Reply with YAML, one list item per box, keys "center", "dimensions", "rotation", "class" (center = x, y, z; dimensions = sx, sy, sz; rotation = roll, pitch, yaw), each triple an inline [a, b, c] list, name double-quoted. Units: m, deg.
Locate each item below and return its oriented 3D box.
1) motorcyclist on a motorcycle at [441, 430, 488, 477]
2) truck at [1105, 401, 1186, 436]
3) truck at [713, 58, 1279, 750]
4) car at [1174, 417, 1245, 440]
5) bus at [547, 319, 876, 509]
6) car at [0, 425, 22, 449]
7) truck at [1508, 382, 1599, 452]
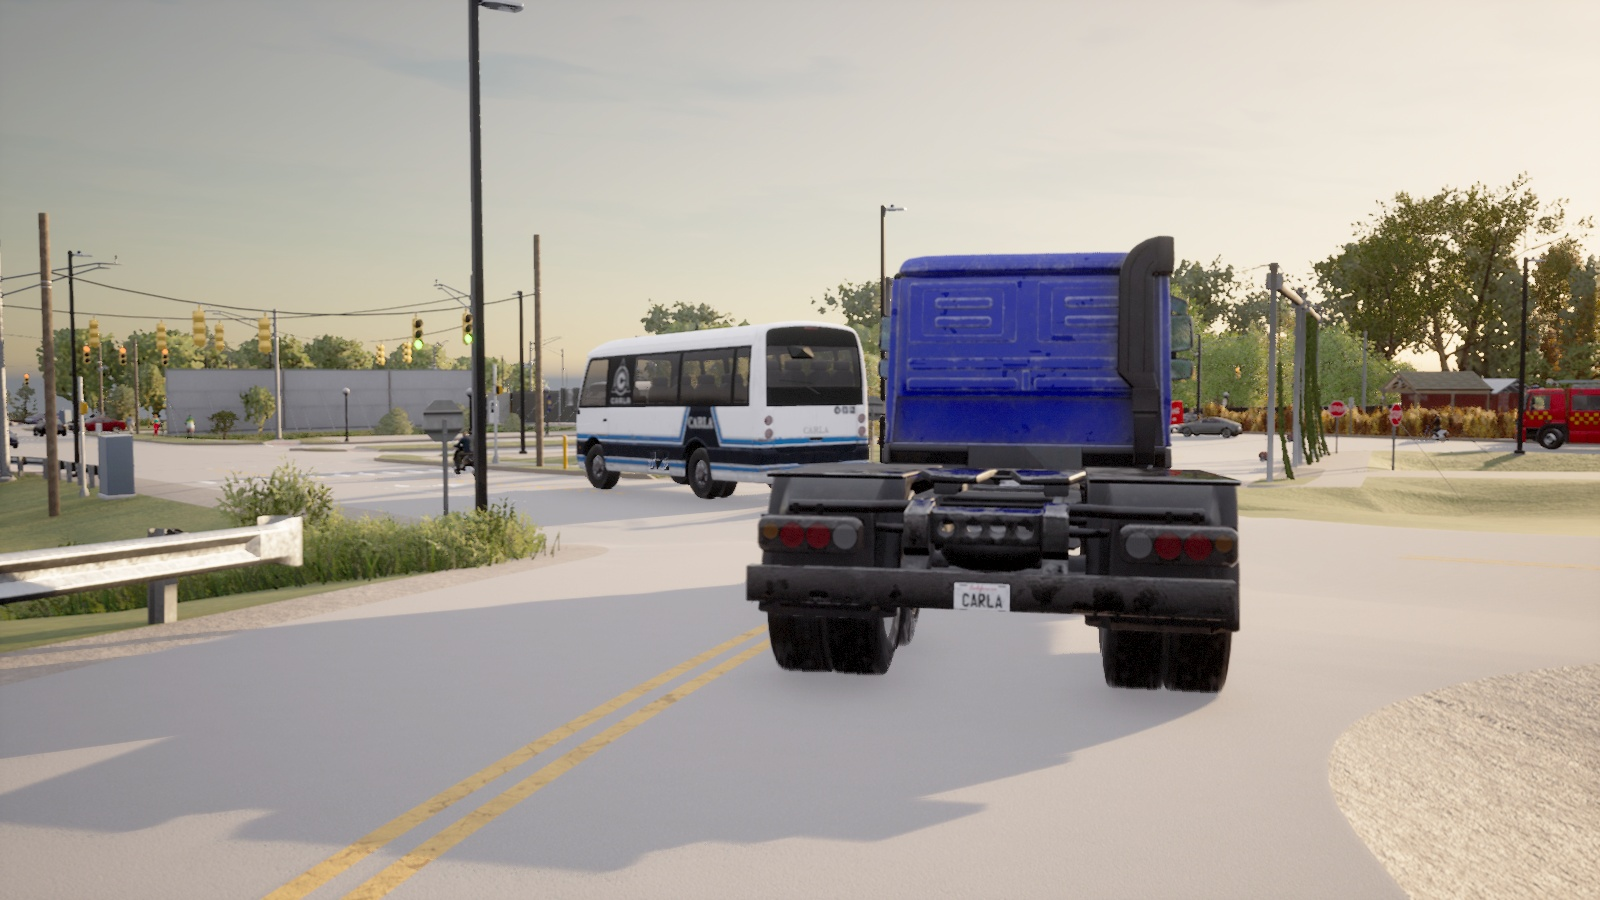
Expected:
- center: [-11.909, 0.105, 44.512]
  dimensions: [0.866, 1.590, 1.817]
  rotation: [-3, 3, -41]
  class: "motorcyclist on a motorcycle"
- center: [25.792, -2.330, 93.849]
  dimensions: [2.627, 2.467, 5.204]
  rotation: [-3, 2, -40]
  class: "truck"
- center: [1.805, -0.284, 10.474]
  dimensions: [2.891, 3.462, 7.936]
  rotation: [1, 1, 12]
  class: "truck"
- center: [28.088, -1.489, 86.116]
  dimensions: [4.181, 1.385, 1.994]
  rotation: [2, 4, 36]
  class: "car"
- center: [-2.753, -1.000, 33.527]
  dimensions: [3.944, 4.253, 10.273]
  rotation: [-2, 3, -35]
  class: "bus"
- center: [-52.259, -0.853, 81.639]
  dimensions: [2.033, 1.411, 5.357]
  rotation: [-3, 3, -40]
  class: "car"
- center: [44.077, -1.837, 69.306]
  dimensions: [8.468, 3.827, 2.891]
  rotation: [1, 3, 25]
  class: "truck"
